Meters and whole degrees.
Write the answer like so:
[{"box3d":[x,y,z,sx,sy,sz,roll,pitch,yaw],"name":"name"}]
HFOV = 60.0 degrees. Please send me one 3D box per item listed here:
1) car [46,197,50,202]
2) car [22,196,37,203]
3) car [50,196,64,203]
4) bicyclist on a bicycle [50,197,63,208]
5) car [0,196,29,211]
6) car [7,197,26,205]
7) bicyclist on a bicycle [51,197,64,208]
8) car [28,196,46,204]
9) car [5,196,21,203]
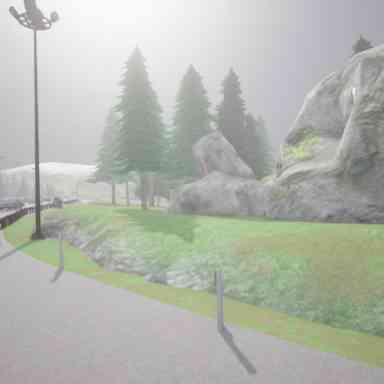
[{"box3d":[-35.006,1.758,79.502,1.895,1.301,4.718,-1,0,-13],"name":"car"},{"box3d":[-38.415,1.756,78.707,2.128,1.511,4.902,-1,0,-13],"name":"car"},{"box3d":[-30.946,1.665,77.390,1.837,1.490,4.892,-1,0,-13],"name":"car"},{"box3d":[-18.935,1.479,46.494,1.656,1.620,0.582,0,0,-20],"name":"bicyclist on a bicycle"},{"box3d":[-23.042,1.646,42.723,2.033,1.411,5.357,-1,0,-13],"name":"car"},{"box3d":[-36.134,1.805,68.540,2.128,1.511,4.902,-1,0,-13],"name":"car"},{"box3d":[-19.153,1.479,47.462,1.656,1.620,0.582,0,-2,9],"name":"bicyclist on a bicycle"},{"box3d":[-32.719,1.752,69.306,2.033,1.411,5.357,-1,0,-13],"name":"car"},{"box3d":[-41.830,1.823,77.941,2.128,1.511,4.902,-1,0,-13],"name":"car"}]
